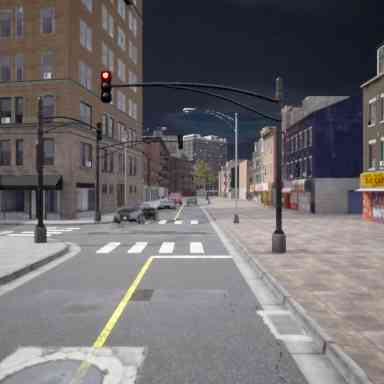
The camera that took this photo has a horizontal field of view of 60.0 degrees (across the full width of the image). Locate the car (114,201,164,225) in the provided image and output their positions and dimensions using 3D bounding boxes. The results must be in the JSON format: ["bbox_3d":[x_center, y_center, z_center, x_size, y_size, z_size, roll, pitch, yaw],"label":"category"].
[{"bbox_3d":[-3.940,1.568,24.260,1.994,1.385,4.181,0,0,17],"label":"car"}]

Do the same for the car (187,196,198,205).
[{"bbox_3d":[0.026,1.511,59.308,2.128,1.511,4.902,0,0,0],"label":"car"}]

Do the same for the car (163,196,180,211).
[{"bbox_3d":[-2.900,1.573,40.497,1.994,1.385,4.181,0,0,0],"label":"car"}]

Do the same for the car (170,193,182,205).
[{"bbox_3d":[-2.899,1.239,57.782,2.150,2.045,5.566,0,0,0],"label":"car"}]
